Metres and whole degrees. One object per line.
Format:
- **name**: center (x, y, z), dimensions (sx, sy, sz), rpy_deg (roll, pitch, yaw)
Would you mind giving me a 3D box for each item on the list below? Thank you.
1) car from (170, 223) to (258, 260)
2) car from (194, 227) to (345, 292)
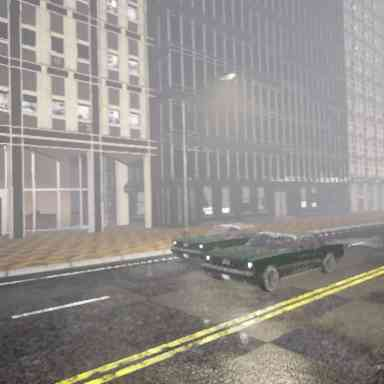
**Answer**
- **car**: center (1.471, 1.949, 13.152), dimensions (4.718, 1.301, 1.895), rpy_deg (0, -2, -40)
- **car**: center (2.534, 1.841, 9.793), dimensions (4.718, 1.301, 1.895), rpy_deg (0, -2, -40)
